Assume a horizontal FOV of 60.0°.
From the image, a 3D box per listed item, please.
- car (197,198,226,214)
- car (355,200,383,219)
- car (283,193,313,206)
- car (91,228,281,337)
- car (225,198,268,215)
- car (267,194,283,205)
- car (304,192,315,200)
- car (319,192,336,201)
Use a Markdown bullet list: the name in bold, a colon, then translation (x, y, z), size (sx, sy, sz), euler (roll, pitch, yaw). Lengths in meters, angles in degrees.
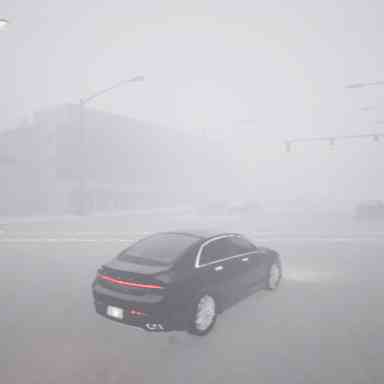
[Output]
- **car**: translation (2.364, 1.402, 34.414), size (2.128, 1.511, 4.902), euler (0, 1, 35)
- **car**: translation (15.108, 1.394, 28.028), size (1.882, 1.535, 5.008), euler (0, 1, 35)
- **car**: translation (14.676, 1.189, 45.897), size (1.895, 1.301, 4.718), euler (0, 2, 35)
- **car**: translation (0.269, 1.505, 6.823), size (1.837, 1.490, 4.892), euler (0, 0, 35)
- **car**: translation (5.446, 1.513, 32.711), size (1.895, 1.301, 4.718), euler (0, 1, 35)
- **car**: translation (11.910, 1.102, 48.045), size (1.812, 1.442, 4.674), euler (0, 2, 35)
- **car**: translation (21.173, 0.803, 61.182), size (1.837, 1.490, 4.892), euler (0, 0, 36)
- **car**: translation (24.261, 0.782, 59.488), size (1.882, 1.535, 5.008), euler (0, 0, 36)
